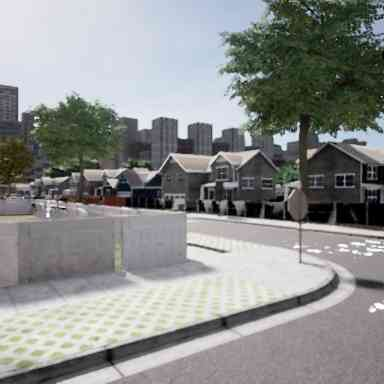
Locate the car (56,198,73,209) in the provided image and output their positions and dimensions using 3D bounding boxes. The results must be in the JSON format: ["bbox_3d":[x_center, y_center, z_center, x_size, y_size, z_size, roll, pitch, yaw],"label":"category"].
[{"bbox_3d":[-18.208,1.571,47.147,1.812,1.442,4.674,0,0,-35],"label":"car"}]

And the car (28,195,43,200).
[{"bbox_3d":[-36.410,1.404,78.092,2.097,1.767,4.553,0,0,-35],"label":"car"}]
